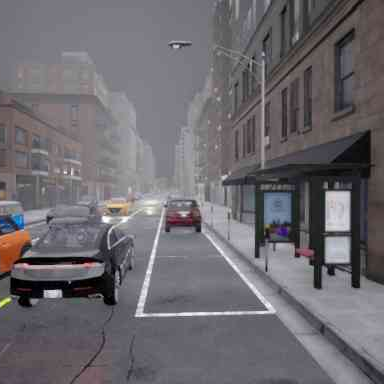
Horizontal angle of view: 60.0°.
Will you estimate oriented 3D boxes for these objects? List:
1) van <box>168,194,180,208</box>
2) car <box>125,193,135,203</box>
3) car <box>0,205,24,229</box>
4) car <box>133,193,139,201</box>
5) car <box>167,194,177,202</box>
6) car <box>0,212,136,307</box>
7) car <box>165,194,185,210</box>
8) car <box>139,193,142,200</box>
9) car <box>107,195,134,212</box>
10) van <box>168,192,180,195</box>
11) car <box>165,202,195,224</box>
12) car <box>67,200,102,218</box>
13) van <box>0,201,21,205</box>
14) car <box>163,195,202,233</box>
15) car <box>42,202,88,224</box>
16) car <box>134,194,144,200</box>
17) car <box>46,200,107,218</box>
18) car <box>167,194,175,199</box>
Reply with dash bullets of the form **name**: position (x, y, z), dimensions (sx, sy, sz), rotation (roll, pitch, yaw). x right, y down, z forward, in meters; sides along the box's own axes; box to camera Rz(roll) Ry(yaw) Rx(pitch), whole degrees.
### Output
- **van**: position (-2.528, 1.194, 46.287), dimensions (1.690, 1.788, 3.998), rotation (0, 0, -4)
- **car**: position (-11.355, 1.353, 56.496), dimensions (1.947, 1.339, 4.313), rotation (0, 0, -4)
- **car**: position (-5.320, 1.320, 7.211), dimensions (2.097, 1.767, 4.553), rotation (0, 0, -3)
- **car**: position (-11.737, 1.084, 61.887), dimensions (2.192, 1.841, 5.009), rotation (0, 0, -4)
- **car**: position (-4.088, 1.217, 67.855), dimensions (1.967, 1.590, 4.097), rotation (0, 0, -4)
- **car**: position (-2.478, 1.468, 7.932), dimensions (2.128, 1.511, 4.902), rotation (0, 0, -4)
- **car**: position (-2.138, 1.187, 40.895), dimensions (2.192, 1.841, 5.009), rotation (0, 0, -4)
- **car**: position (-12.505, 1.313, 72.674), dimensions (1.802, 1.307, 4.206), rotation (0, 0, -4)
- **car**: position (-7.034, 1.360, 32.026), dimensions (1.882, 1.535, 5.008), rotation (0, 0, -4)
- **van**: position (-1.749, 1.232, 35.502), dimensions (1.690, 1.788, 3.998), rotation (0, 0, -4)
- **car**: position (-0.970, 1.479, 24.718), dimensions (2.008, 1.369, 4.403), rotation (0, 0, -4)
- **car**: position (-9.437, 1.427, 29.533), dimensions (1.887, 1.381, 4.507), rotation (0, 0, -4)
- **van**: position (-8.286, 1.279, 13.354), dimensions (1.690, 1.788, 3.998), rotation (0, 0, -4)
- **car**: position (-0.579, 1.262, 19.326), dimensions (2.192, 1.841, 5.009), rotation (0, 0, -4)
- **car**: position (-9.054, 1.466, 24.140), dimensions (1.947, 1.339, 4.313), rotation (0, 0, -4)
- **car**: position (-13.272, 1.244, 83.459), dimensions (2.008, 1.369, 4.403), rotation (0, 0, -4)
- **car**: position (-6.029, 1.436, 17.644), dimensions (1.837, 1.490, 4.892), rotation (0, 1, -4)
- **car**: position (-5.648, 1.253, 89.424), dimensions (2.008, 1.369, 4.403), rotation (0, 0, -4)
